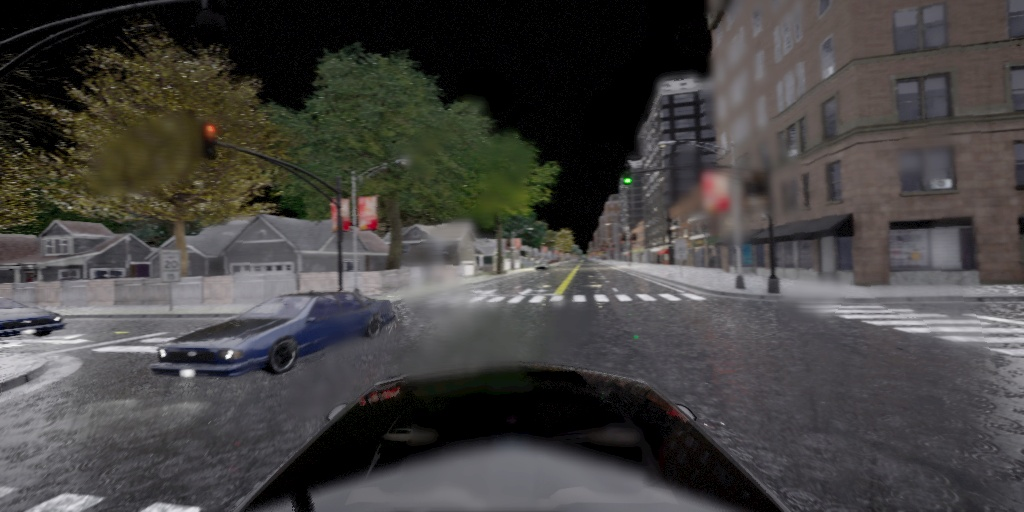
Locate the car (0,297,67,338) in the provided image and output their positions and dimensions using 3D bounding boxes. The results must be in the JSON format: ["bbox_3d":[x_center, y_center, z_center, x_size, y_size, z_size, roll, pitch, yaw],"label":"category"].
[{"bbox_3d":[-17.518,2.046,11.581,5.357,1.411,2.033,-2,-1,11],"label":"car"}]

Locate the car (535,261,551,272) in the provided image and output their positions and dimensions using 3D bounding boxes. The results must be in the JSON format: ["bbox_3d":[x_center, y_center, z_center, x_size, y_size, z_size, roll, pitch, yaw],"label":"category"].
[{"bbox_3d":[4.843,1.536,56.110,2.097,1.767,4.553,-2,-1,11],"label":"car"}]

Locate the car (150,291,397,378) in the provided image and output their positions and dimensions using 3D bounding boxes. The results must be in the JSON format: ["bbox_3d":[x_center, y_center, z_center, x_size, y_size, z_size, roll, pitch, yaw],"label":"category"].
[{"bbox_3d":[-4.788,1.557,8.466,2.033,1.411,5.357,-2,-1,11],"label":"car"}]
